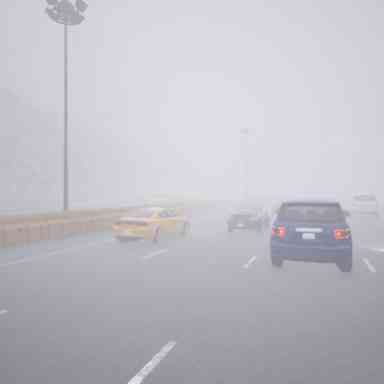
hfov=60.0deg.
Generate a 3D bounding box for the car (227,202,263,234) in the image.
[{"bbox_3d":[3.327,1.514,19.199,1.812,1.442,4.674,0,0,21],"label":"car"}]

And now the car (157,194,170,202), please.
[{"bbox_3d":[-2.639,1.482,48.686,1.837,1.490,4.892,0,0,29],"label":"car"}]

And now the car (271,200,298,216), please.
[{"bbox_3d":[9.342,1.541,33.366,1.994,1.385,4.181,0,0,25],"label":"car"}]

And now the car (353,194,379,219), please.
[{"bbox_3d":[15.299,1.196,29.679,2.150,2.045,5.566,0,0,25],"label":"car"}]

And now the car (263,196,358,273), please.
[{"bbox_3d":[3.961,1.215,11.025,2.150,2.045,5.566,0,0,21],"label":"car"}]

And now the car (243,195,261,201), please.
[{"bbox_3d":[15.534,1.452,85.463,2.033,1.411,5.357,0,0,43],"label":"car"}]

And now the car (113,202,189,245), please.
[{"bbox_3d":[-1.732,1.471,15.747,1.882,1.535,5.008,0,0,21],"label":"car"}]

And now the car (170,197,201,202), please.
[{"bbox_3d":[-0.551,1.455,45.204,1.882,1.535,5.008,0,0,28],"label":"car"}]

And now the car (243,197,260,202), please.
[{"bbox_3d":[6.100,1.542,34.680,1.994,1.385,4.181,0,0,25],"label":"car"}]

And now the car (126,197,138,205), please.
[{"bbox_3d":[-8.385,1.457,52.749,1.882,1.535,5.008,0,0,29],"label":"car"}]

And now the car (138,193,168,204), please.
[{"bbox_3d":[-5.355,1.200,51.055,2.150,2.045,5.566,0,0,29],"label":"car"}]

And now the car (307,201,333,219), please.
[{"bbox_3d":[11.786,1.578,30.417,1.895,1.301,4.718,0,0,25],"label":"car"}]
